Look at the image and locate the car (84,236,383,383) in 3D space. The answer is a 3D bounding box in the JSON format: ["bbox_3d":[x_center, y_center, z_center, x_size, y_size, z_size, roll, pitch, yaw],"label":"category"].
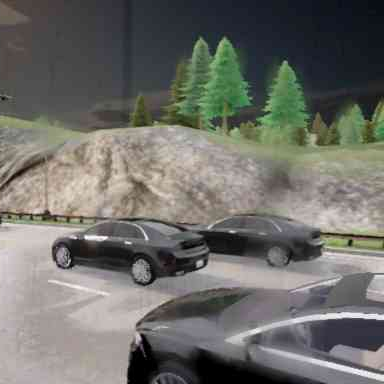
[{"bbox_3d":[1.573,1.483,2.751,4.902,1.511,2.128,1,0,35],"label":"car"}]

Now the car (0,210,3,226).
[{"bbox_3d":[-13.365,1.177,19.529,4.553,1.767,2.097,0,0,26],"label":"car"}]

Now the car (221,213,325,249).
[{"bbox_3d":[1.776,1.450,11.035,4.892,1.490,1.837,1,0,33],"label":"car"}]

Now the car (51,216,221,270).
[{"bbox_3d":[-1.858,1.443,9.216,4.892,1.490,1.837,0,0,33],"label":"car"}]
